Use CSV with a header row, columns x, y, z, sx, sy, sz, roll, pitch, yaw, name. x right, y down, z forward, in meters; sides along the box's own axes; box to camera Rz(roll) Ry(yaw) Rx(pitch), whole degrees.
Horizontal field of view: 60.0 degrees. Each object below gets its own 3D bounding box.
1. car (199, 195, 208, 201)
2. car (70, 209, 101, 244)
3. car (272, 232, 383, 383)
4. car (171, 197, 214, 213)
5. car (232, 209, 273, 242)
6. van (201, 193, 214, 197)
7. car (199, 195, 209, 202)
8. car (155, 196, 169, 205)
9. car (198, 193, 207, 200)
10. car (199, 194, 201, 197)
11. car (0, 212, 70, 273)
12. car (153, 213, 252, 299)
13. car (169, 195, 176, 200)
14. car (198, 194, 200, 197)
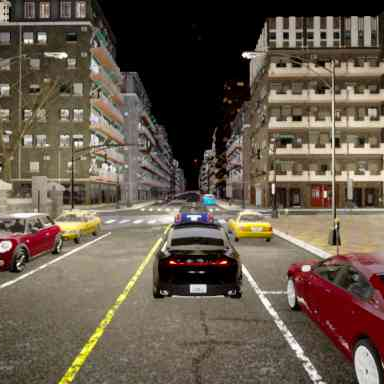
x,y,z,sx,sy,sz,roll,pitch,yaw,name
2.764,1.491,82.416,2.008,1.369,4.403,1,0,0,car
-5.669,1.527,15.923,1.752,1.417,4.829,1,0,0,car
2.703,1.546,4.835,1.887,1.381,4.507,1,0,0,car
0.134,1.353,18.718,2.097,1.767,4.553,0,0,1,car
2.712,1.527,16.239,1.752,1.417,4.829,1,0,0,car
2.744,1.319,54.061,1.690,1.788,3.998,1,0,0,van
2.759,1.500,76.746,2.008,1.369,4.403,1,0,0,car
-5.635,1.554,59.796,1.802,1.307,4.206,1,0,0,car
2.771,1.245,88.087,2.192,1.841,5.009,1,0,0,car
2.746,1.516,59.734,1.887,1.381,4.507,1,0,0,car
-5.672,1.442,10.478,1.967,1.590,4.097,1,0,0,car
0.109,1.506,8.458,1.837,1.490,4.892,0,0,0,car
-5.613,1.512,88.152,1.802,1.307,4.206,1,0,0,car
2.750,1.531,65.404,1.947,1.339,4.313,1,0,0,car
